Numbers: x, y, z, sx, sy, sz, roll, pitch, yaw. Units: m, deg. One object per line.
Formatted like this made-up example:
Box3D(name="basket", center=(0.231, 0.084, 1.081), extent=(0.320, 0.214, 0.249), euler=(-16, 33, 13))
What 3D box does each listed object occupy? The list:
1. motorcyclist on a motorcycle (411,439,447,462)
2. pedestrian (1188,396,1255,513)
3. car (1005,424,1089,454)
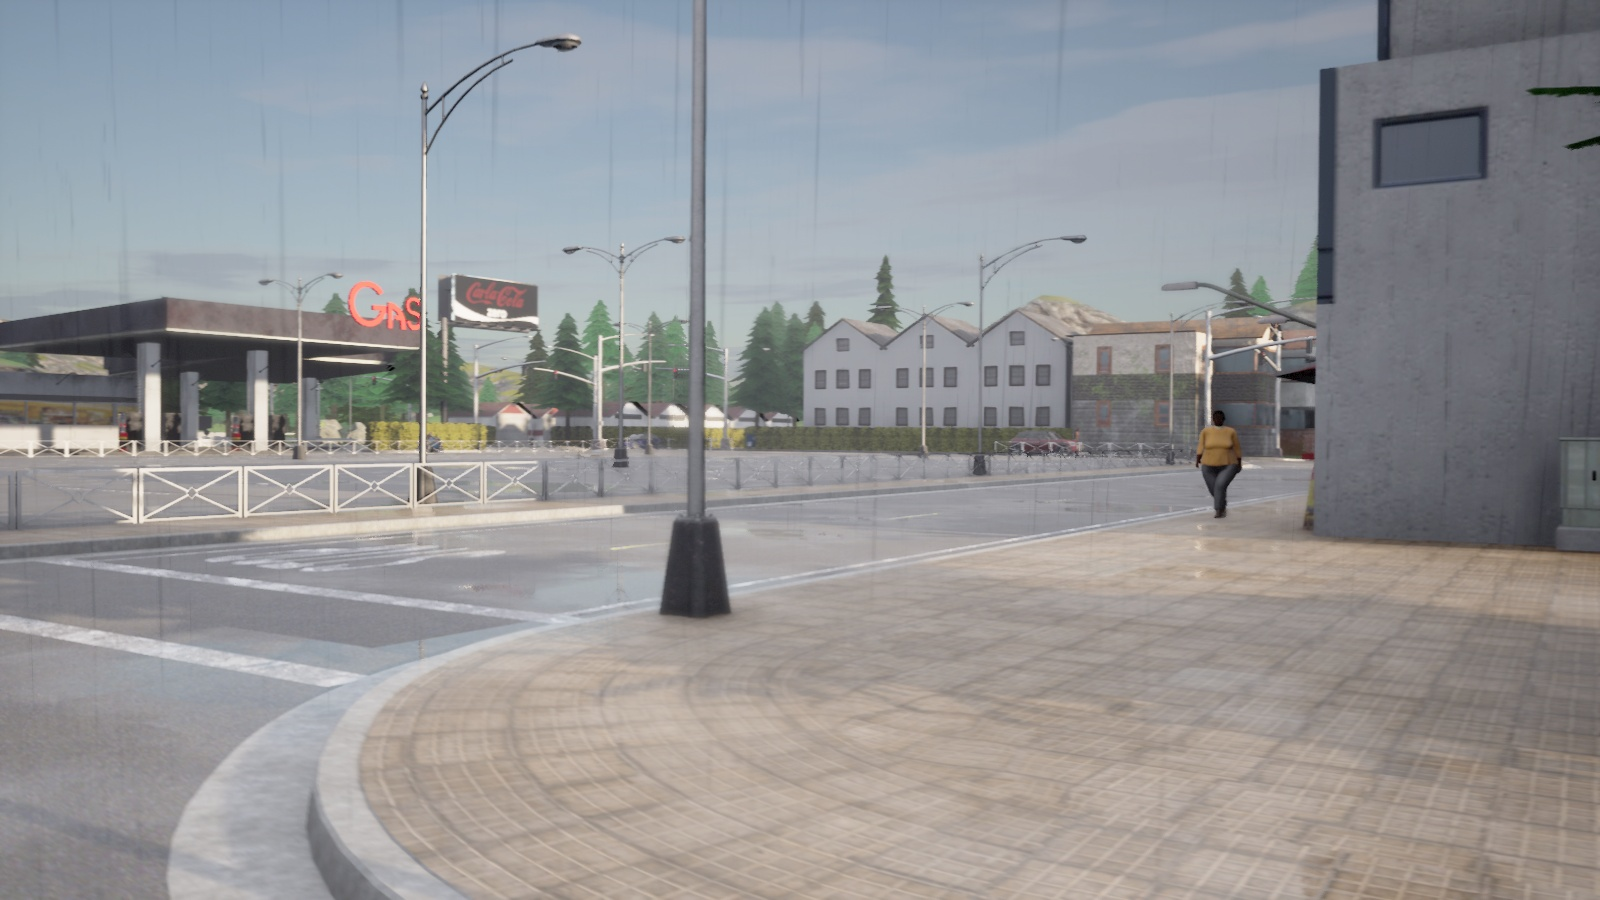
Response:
Box3D(name="motorcyclist on a motorcycle", center=(-24.380, 0.026, 82.520), extent=(0.866, 1.530, 2.191), euler=(0, 1, 33))
Box3D(name="pedestrian", center=(6.854, 0.068, 20.410), extent=(0.874, 1.855, 0.900), euler=(0, 1, 30))
Box3D(name="car", center=(15.103, -0.660, 76.857), extent=(4.553, 1.767, 2.097), euler=(0, 1, 33))
